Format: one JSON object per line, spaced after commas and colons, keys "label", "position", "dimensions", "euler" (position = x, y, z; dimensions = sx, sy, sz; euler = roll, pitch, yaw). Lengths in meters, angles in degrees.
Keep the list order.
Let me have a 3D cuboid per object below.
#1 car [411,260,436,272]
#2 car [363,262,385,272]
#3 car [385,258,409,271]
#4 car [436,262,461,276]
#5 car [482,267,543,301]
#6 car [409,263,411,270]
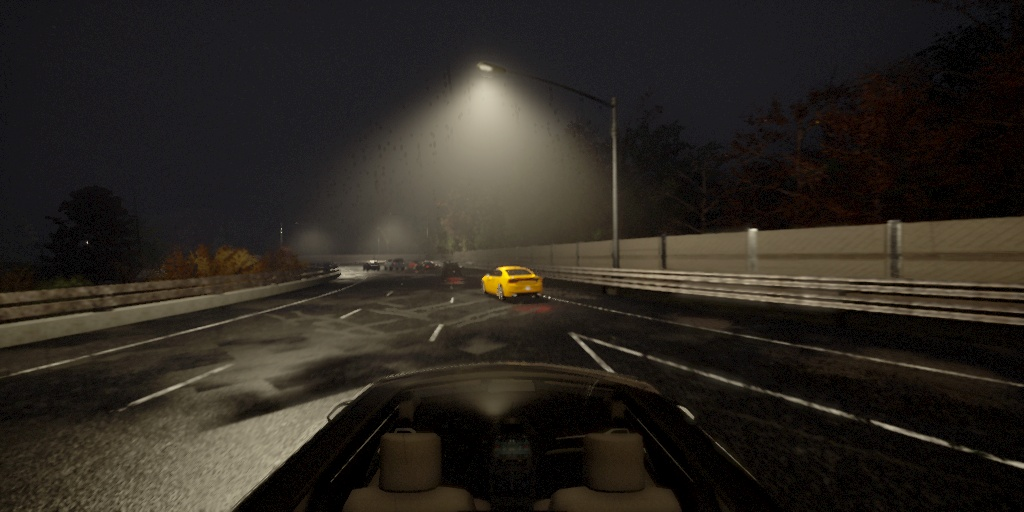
{"label": "car", "position": [-13.083, 1.594, 54.400], "dimensions": [2.033, 1.411, 5.357], "euler": [0, 0, -32]}
{"label": "car", "position": [-21.809, 1.624, 55.664], "dimensions": [2.128, 1.511, 4.902], "euler": [0, 0, -33]}
{"label": "car", "position": [-18.806, 1.330, 57.457], "dimensions": [2.150, 2.045, 5.566], "euler": [0, 0, -33]}
{"label": "car", "position": [-6.940, 1.444, 40.146], "dimensions": [1.837, 1.490, 4.892], "euler": [0, -1, -19]}
{"label": "car", "position": [-0.127, 1.283, 18.091], "dimensions": [1.882, 1.535, 5.008], "euler": [-1, 0, -20]}
{"label": "car", "position": [-15.470, 1.434, 58.788], "dimensions": [2.097, 1.767, 4.553], "euler": [0, 0, -32]}
